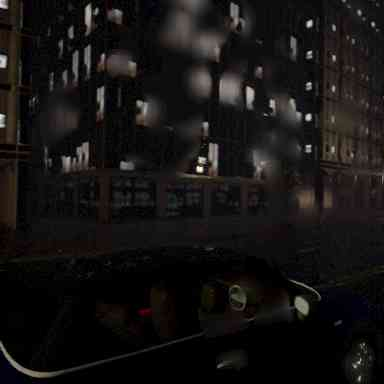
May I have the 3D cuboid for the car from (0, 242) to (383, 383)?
[{"bbox_3d":[0.148,1.364,3.654,4.553,1.767,2.097,0,0,-36],"label":"car"}]
